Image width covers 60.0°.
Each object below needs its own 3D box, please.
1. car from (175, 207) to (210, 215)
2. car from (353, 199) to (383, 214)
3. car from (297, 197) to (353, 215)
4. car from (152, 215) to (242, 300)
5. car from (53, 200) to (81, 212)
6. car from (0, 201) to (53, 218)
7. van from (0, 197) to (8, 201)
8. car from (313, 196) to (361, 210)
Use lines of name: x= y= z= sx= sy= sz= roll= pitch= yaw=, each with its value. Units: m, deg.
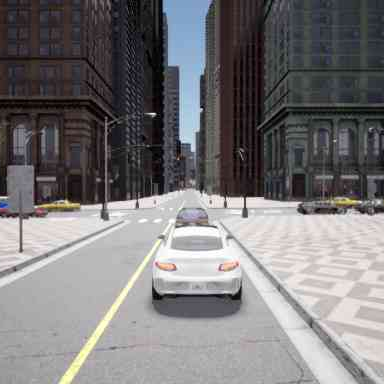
car: x=0.028 y=1.532 z=17.837 sx=2.033 sy=1.411 sz=5.357 roll=0 pitch=0 yaw=1
car: x=17.061 y=1.341 z=30.046 sx=4.403 sy=1.369 sz=2.008 roll=-1 pitch=1 yaw=0
car: x=11.682 y=1.417 z=30.057 sx=4.313 sy=1.339 sz=1.947 roll=-1 pitch=1 yaw=0
car: x=0.099 y=1.521 z=8.247 sx=1.812 sy=1.442 sz=4.674 roll=0 pitch=0 yaw=0
car: x=-15.450 y=1.583 z=38.634 sx=4.829 sy=1.417 sz=1.752 roll=-1 pitch=1 yaw=0
car: x=-15.286 y=1.726 z=30.110 sx=4.206 sy=1.307 sz=1.802 roll=-1 pitch=1 yaw=0
van: x=-20.962 y=1.455 z=38.640 sx=3.998 sy=1.788 sz=1.690 roll=-1 pitch=1 yaw=0
car: x=16.731 y=1.232 z=38.571 sx=4.829 sy=1.417 sz=1.752 roll=-1 pitch=1 yaw=0
